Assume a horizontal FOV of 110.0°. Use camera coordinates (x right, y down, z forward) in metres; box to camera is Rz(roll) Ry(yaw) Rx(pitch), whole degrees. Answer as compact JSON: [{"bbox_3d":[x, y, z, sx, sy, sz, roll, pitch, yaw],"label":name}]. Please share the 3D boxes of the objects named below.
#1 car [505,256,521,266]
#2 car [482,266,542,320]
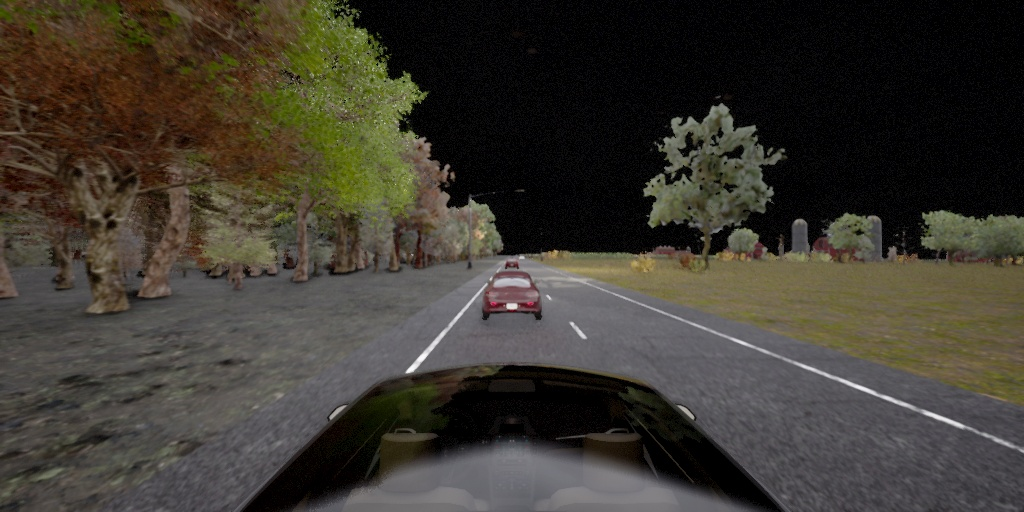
[{"bbox_3d":[0.001,1.095,51.770,1.882,1.535,5.008,0,0,0],"label":"car"},{"bbox_3d":[-0.001,1.248,12.433,1.812,1.442,4.674,0,0,0],"label":"car"}]
